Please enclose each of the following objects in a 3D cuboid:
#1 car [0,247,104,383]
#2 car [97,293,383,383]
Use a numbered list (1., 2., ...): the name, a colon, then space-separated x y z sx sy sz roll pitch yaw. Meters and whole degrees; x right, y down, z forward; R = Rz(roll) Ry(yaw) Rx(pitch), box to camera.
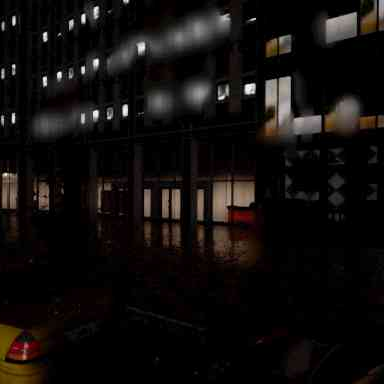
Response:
1. car: -3.085 1.524 5.075 4.829 1.417 1.752 0 1 36
2. car: 1.673 1.440 1.666 4.097 1.590 1.967 0 1 36
